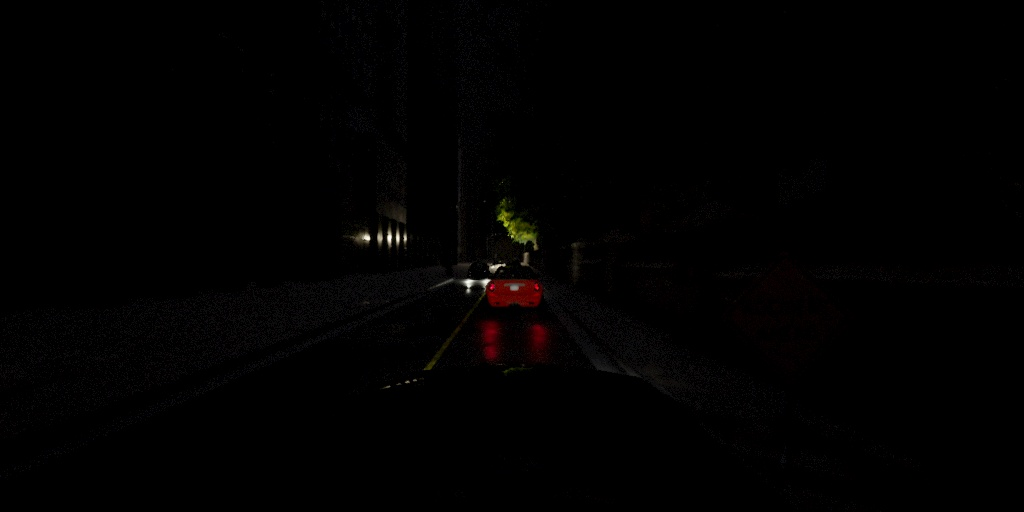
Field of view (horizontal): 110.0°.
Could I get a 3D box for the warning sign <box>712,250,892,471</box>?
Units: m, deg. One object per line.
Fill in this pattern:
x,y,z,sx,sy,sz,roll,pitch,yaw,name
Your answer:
2.717,0.874,3.516,1.300,1.860,1.060,0,0,0,warning sign

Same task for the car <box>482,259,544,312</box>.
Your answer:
0.088,1.150,14.630,2.097,1.767,4.553,0,0,0,car

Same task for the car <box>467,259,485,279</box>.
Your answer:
-3.110,1.328,34.104,1.882,1.535,5.008,0,0,0,car
